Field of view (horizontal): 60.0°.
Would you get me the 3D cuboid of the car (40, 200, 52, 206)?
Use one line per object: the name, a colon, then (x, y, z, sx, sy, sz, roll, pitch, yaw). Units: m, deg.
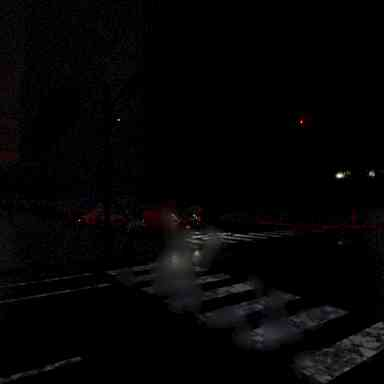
car: (-34.769, 2.659, 79.151, 1.947, 1.339, 4.313, -1, 0, -35)

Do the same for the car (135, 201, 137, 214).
car: (-5.332, 2.003, 37.723, 1.802, 1.307, 4.206, -1, 0, -35)

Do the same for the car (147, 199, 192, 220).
car: (-2.398, 1.667, 33.573, 2.192, 1.841, 5.009, -1, 0, -35)

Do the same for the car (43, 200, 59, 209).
car: (-26.910, 2.386, 63.501, 1.837, 1.490, 4.892, 0, -1, -35)

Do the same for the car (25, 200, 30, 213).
car: (-20.555, 2.195, 44.411, 1.887, 1.381, 4.507, -1, 0, -35)

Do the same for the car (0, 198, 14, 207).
car: (-41.315, 2.665, 73.644, 1.887, 1.381, 4.507, -1, 0, -35)

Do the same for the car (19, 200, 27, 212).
car: (-23.386, 2.156, 48.394, 1.967, 1.590, 4.097, -1, 0, -35)

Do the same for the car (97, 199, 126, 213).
car: (-11.219, 1.874, 46.026, 2.192, 1.841, 5.009, -1, 0, -35)

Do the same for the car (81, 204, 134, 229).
car: (-6.313, 1.842, 24.354, 1.752, 1.417, 4.829, -1, 0, -35)

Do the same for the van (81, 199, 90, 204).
van: (-17.100, 2.036, 54.328, 1.690, 1.788, 3.998, -1, 0, -35)

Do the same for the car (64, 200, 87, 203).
car: (-15.252, 2.058, 41.593, 2.128, 1.511, 4.902, 0, -1, -35)

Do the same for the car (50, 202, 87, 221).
car: (-12.068, 2.003, 32.460, 2.008, 1.369, 4.403, -1, 0, -35)

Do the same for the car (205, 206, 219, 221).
car: (0.548, 1.827, 29.421, 1.887, 1.381, 4.507, -1, 0, -35)

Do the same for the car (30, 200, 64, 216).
car: (-17.731, 1.900, 40.427, 2.192, 1.841, 5.009, -1, 0, -35)

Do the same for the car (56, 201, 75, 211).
car: (-21.156, 2.313, 55.390, 1.994, 1.385, 4.181, 0, -1, -35)

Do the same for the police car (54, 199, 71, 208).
police car: (-25.483, 2.306, 65.406, 1.930, 1.638, 5.238, 0, -1, -35)

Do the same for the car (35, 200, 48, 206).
car: (-37.780, 2.708, 83.392, 2.008, 1.369, 4.403, -1, 0, -35)

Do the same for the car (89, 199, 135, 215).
car: (-7.407, 1.735, 30.513, 2.097, 1.767, 4.553, 0, -1, -35)

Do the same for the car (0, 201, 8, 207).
car: (-44.427, 2.770, 78.028, 1.802, 1.307, 4.206, -1, 0, -35)

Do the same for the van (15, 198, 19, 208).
van: (-26.217, 2.122, 52.378, 1.690, 1.788, 3.998, -1, 0, -35)

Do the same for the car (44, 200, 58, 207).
car: (-31.756, 2.593, 74.909, 1.947, 1.339, 4.313, -1, 0, -35)

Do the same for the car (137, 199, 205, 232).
car: (-1.515, 1.595, 22.150, 2.097, 1.767, 4.553, 0, -1, -34)
